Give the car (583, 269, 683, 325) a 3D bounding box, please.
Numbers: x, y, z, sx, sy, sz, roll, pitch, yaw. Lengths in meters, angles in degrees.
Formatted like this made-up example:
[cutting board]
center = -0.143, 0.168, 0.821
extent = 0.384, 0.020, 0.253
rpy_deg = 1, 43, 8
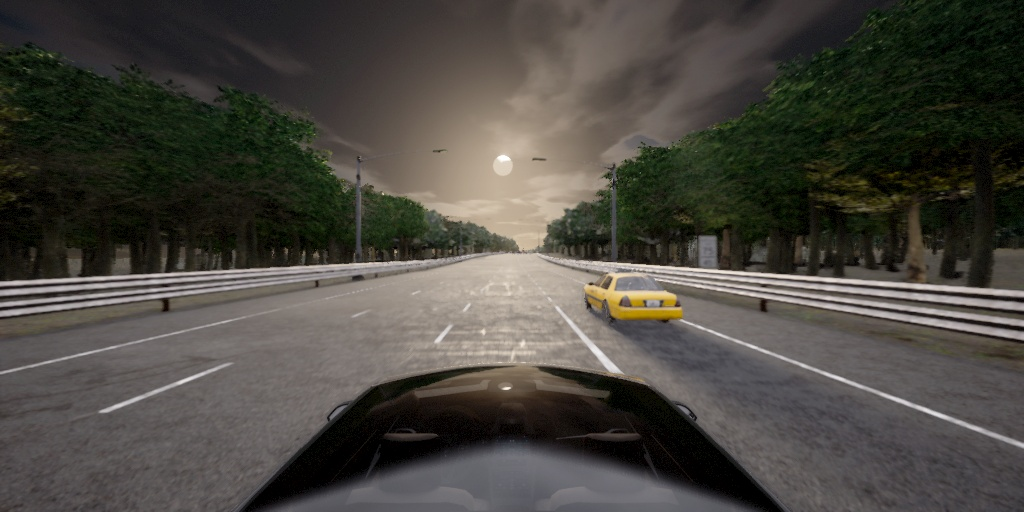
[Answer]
[car]
center = 3.620, 1.204, 11.825
extent = 1.801, 1.575, 5.366
rpy_deg = 0, 0, -1
